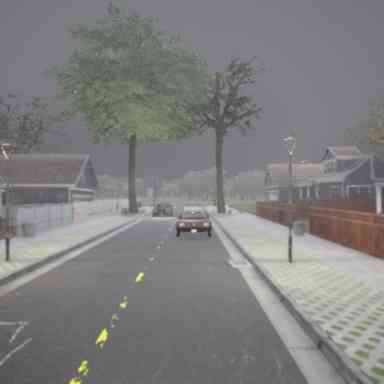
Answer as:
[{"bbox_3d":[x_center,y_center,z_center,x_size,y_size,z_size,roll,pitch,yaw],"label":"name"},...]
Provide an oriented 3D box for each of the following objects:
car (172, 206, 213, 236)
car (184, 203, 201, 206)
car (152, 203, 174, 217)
[{"bbox_3d":[0.087,1.663,18.796,1.895,1.301,4.718,0,0,0],"label":"car"},{"bbox_3d":[0.084,1.821,36.485,1.895,1.301,4.718,0,-1,0],"label":"car"},{"bbox_3d":[-2.857,1.750,33.520,1.994,1.385,4.181,0,-1,0],"label":"car"}]
